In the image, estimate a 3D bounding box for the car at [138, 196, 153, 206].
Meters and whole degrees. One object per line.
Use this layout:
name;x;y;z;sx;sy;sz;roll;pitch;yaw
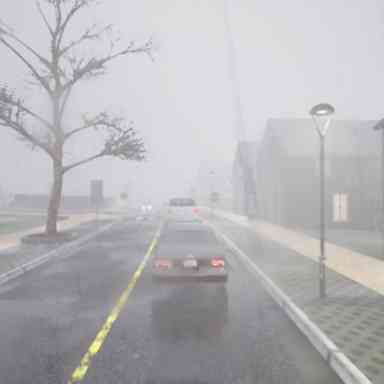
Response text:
car;-8.299;1.672;60.858;2.128;1.511;4.902;0;0;-10

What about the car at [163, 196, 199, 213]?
car;-0.729;1.293;22.457;2.150;2.045;5.566;0;0;-4

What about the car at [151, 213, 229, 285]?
car;-0.101;1.578;9.601;2.033;1.411;5.357;0;0;-1

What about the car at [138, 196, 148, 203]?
car;-11.211;1.717;75.731;1.837;1.490;4.892;0;0;-12
